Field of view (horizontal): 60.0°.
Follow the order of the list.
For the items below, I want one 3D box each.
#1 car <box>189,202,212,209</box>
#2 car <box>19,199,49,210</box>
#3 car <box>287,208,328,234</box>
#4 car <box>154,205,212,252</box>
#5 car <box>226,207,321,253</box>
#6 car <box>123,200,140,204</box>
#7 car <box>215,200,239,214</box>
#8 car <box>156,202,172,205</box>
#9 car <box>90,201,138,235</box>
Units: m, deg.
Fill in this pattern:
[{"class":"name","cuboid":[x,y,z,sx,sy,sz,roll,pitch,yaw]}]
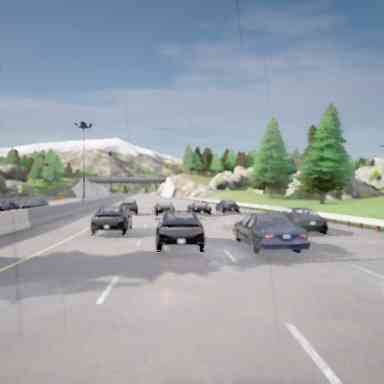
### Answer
[{"class":"car","cuboid":[0.647,1.641,33.979,1.895,1.301,4.718,0,0,-8]},{"class":"car","cuboid":[-17.884,1.555,38.219,1.882,1.535,5.008,0,0,-9]},{"class":"car","cuboid":[6.036,1.576,19.111,1.994,1.385,4.181,0,0,-5]},{"class":"car","cuboid":[-0.542,1.509,14.051,2.128,1.511,4.902,0,0,-4]},{"class":"car","cuboid":[3.020,1.559,13.729,2.033,1.411,5.357,0,0,-4]},{"class":"car","cuboid":[-6.661,1.546,35.455,2.128,1.511,4.902,0,0,-9]},{"class":"car","cuboid":[3.823,1.562,36.247,1.812,1.442,4.674,0,0,-9]},{"class":"car","cuboid":[-2.890,1.647,33.978,1.895,1.301,4.718,0,0,-9]},{"class":"car","cuboid":[-4.485,1.522,18.974,2.128,1.511,4.902,0,0,-5]}]
